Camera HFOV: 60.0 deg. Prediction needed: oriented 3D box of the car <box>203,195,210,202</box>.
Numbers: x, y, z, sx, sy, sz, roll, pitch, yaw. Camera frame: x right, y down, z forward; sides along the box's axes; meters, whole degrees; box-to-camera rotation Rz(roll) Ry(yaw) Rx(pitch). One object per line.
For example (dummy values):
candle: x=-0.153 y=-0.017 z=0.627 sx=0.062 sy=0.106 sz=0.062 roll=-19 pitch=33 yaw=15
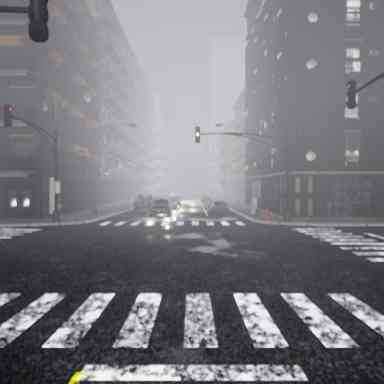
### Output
car: x=2.602 y=1.389 z=37.433 sx=2.008 sy=1.369 sz=4.403 roll=-1 pitch=0 yaw=0

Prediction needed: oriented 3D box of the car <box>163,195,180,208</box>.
car: x=-2.787 y=1.425 z=40.734 sx=1.895 sy=1.301 sz=4.718 roll=0 pitch=0 yaw=0

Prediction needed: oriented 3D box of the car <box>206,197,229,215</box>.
car: x=2.595 y=1.445 z=31.895 sx=1.802 sy=1.307 sz=4.206 roll=-1 pitch=0 yaw=0

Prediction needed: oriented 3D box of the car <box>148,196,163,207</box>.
car: x=-5.264 y=1.316 z=48.407 sx=1.752 sy=1.417 sz=4.829 roll=-1 pitch=0 yaw=0

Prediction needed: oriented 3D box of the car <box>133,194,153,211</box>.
car: x=-5.281 y=1.154 z=37.502 sx=2.192 sy=1.841 sz=5.009 roll=-1 pitch=0 yaw=0

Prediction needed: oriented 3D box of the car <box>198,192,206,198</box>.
car: x=2.652 y=1.248 z=76.208 sx=1.802 sy=1.307 sz=4.206 roll=-1 pitch=0 yaw=0

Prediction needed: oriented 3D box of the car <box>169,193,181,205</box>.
car: x=-2.709 y=1.325 z=51.384 sx=2.033 sy=1.411 sz=5.357 roll=0 pitch=0 yaw=1

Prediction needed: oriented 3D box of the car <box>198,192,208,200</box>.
car: x=2.656 y=0.955 z=81.746 sx=2.192 sy=1.841 sz=5.009 roll=-1 pitch=0 yaw=0

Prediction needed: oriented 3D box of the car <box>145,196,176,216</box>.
car: x=-2.803 y=1.374 z=30.633 sx=1.837 sy=1.490 sz=4.892 roll=0 pitch=0 yaw=0

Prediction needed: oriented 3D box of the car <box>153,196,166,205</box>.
car: x=-5.256 y=1.348 z=54.115 sx=1.802 sy=1.307 sz=4.206 roll=-1 pitch=0 yaw=0

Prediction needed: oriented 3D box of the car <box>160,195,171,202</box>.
car: x=-5.242 y=1.298 z=65.189 sx=1.802 sy=1.307 sz=4.206 roll=-1 pitch=0 yaw=0

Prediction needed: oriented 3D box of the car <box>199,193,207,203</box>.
car: x=2.630 y=1.286 z=59.590 sx=1.887 sy=1.381 sz=4.507 roll=-1 pitch=0 yaw=0

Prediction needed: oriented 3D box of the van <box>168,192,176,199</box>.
van: x=-5.217 y=0.955 z=87.336 sx=1.690 sy=1.788 sz=3.998 roll=-1 pitch=0 yaw=0
